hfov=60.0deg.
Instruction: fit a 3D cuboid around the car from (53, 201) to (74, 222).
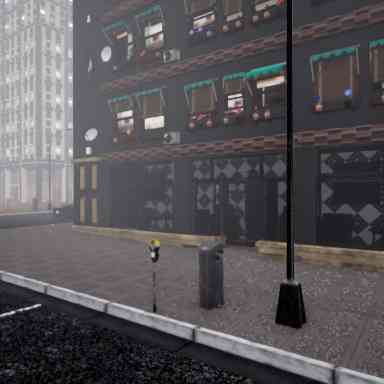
[{"bbox_3d":[-7.349,1.279,22.815,1.947,1.339,4.313,1,1,35],"label":"car"}]
